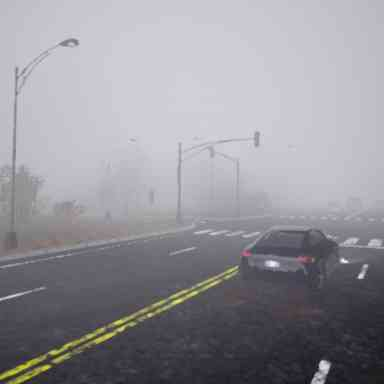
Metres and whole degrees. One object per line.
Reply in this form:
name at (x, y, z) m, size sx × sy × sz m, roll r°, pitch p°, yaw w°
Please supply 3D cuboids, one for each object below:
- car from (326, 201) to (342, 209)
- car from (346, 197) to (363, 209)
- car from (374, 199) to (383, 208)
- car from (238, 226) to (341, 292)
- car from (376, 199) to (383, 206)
car at (24.372, 2.178, 57.088) m, size 1.994 × 1.385 × 4.181 m, roll -1°, pitch -1°, yaw 32°
car at (27.153, 1.812, 55.417) m, size 2.150 × 2.045 × 5.566 m, roll -1°, pitch -1°, yaw 32°
car at (35.337, 2.213, 62.514) m, size 1.812 × 1.442 × 4.674 m, roll -1°, pitch -1°, yaw 31°
car at (2.906, 1.646, 9.397) m, size 1.994 × 1.385 × 4.181 m, roll -1°, pitch -1°, yaw 32°
car at (40.550, 2.240, 71.053) m, size 2.033 × 1.411 × 5.357 m, roll -1°, pitch -1°, yaw 31°
